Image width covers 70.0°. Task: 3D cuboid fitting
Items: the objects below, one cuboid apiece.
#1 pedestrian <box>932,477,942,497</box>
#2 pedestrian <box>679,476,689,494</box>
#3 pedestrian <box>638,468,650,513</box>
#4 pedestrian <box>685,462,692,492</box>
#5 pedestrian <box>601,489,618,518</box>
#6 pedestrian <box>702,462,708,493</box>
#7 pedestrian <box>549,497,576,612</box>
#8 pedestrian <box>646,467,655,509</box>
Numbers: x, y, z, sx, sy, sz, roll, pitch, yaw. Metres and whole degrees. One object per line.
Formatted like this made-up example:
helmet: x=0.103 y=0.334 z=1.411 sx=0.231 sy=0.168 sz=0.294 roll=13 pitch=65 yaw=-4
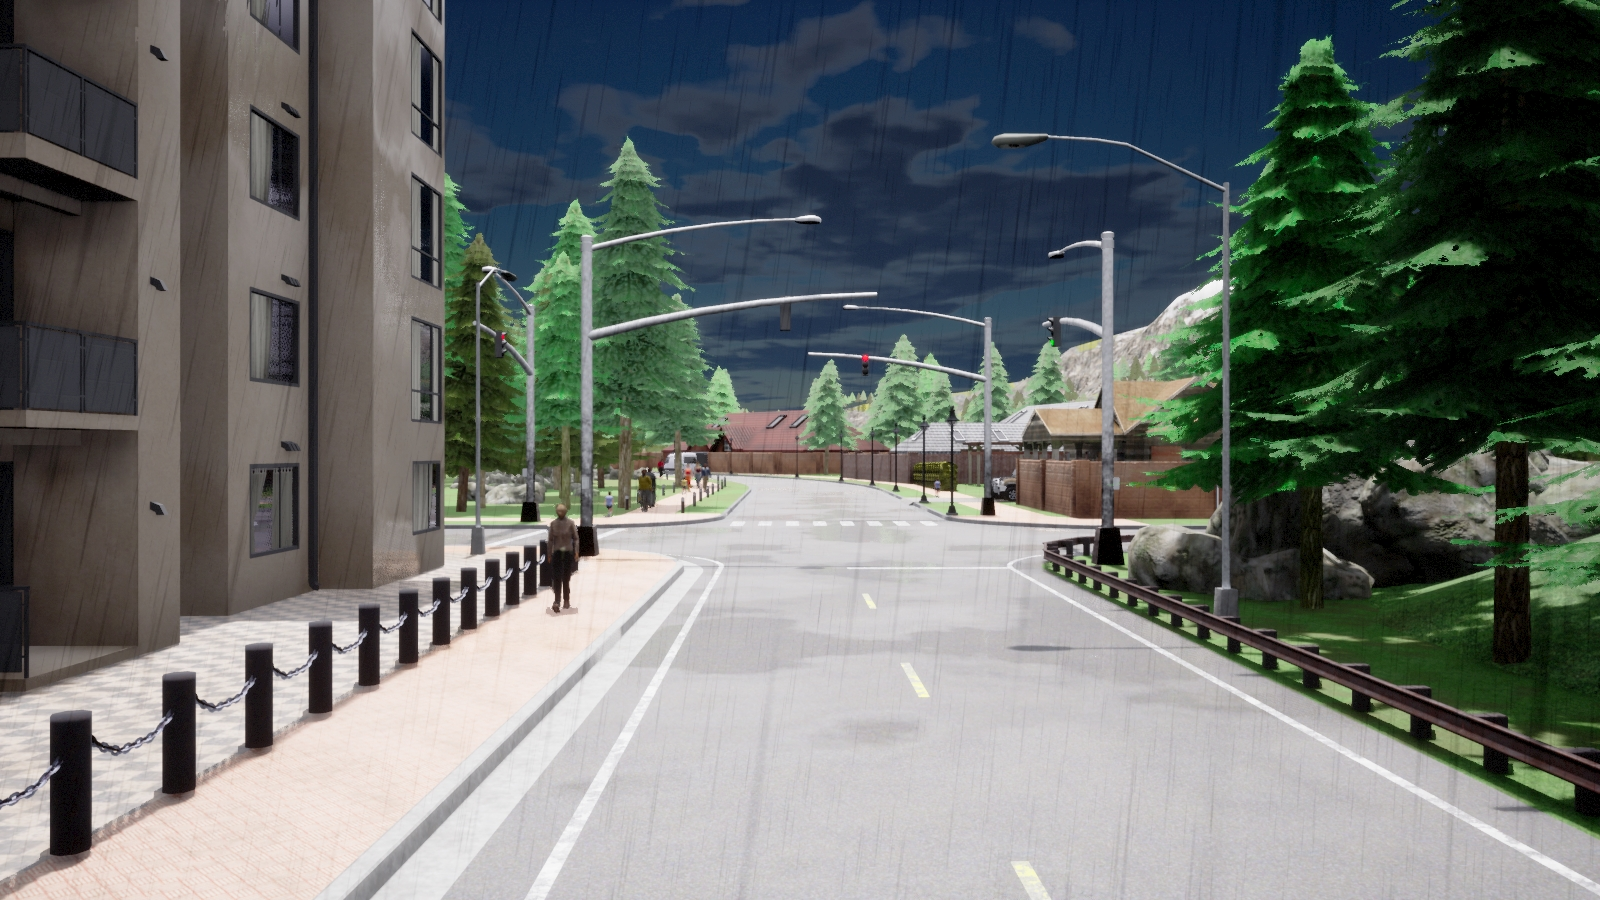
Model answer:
pedestrian: x=7.736 y=2.088 z=64.545 sx=0.500 sy=1.100 sz=0.500 roll=0 pitch=0 yaw=-3
pedestrian: x=-6.914 y=2.085 z=68.183 sx=0.500 sy=1.100 sz=0.500 roll=0 pitch=0 yaw=6
pedestrian: x=-6.523 y=1.692 z=47.778 sx=0.375 sy=1.860 sz=0.375 roll=0 pitch=0 yaw=13
pedestrian: x=-6.937 y=1.707 z=71.284 sx=0.375 sy=1.860 sz=0.375 roll=0 pitch=0 yaw=7
pedestrian: x=-7.483 y=2.085 z=44.832 sx=0.500 sy=1.100 sz=0.500 roll=0 pitch=0 yaw=14
pedestrian: x=-5.870 y=1.706 z=70.783 sx=0.375 sy=1.860 sz=0.375 roll=0 pitch=0 yaw=-6
pedestrian: x=-3.905 y=1.707 z=18.824 sx=0.375 sy=1.860 sz=0.375 roll=0 pitch=0 yaw=-1
pedestrian: x=-6.721 y=1.696 z=51.309 sx=0.375 sy=1.860 sz=0.375 roll=0 pitch=0 yaw=-1
